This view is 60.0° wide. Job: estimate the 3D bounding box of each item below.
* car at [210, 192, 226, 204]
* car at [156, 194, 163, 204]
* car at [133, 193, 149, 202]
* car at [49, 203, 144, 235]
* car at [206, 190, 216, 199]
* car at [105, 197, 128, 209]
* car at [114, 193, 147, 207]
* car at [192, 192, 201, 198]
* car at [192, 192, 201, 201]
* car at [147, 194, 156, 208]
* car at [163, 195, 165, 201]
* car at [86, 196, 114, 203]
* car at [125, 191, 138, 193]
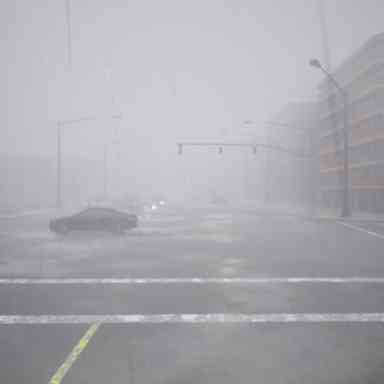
[{"bbox_3d":[4.460,1.153,54.779,1.994,1.385,4.181,0,1,0],"label":"car"},{"bbox_3d":[-6.242,1.115,52.695,2.128,1.511,4.902,0,1,0],"label":"car"},{"bbox_3d":[-9.661,0.939,63.215,2.128,1.511,4.902,0,1,1],"label":"car"},{"bbox_3d":[-5.187,1.503,17.906,4.674,1.442,1.812,0,0,-1],"label":"car"},{"bbox_3d":[4.437,0.476,75.929,2.150,2.045,5.566,0,0,0],"label":"car"},{"bbox_3d":[-9.780,1.343,43.519,1.994,1.385,4.181,0,1,0],"label":"car"},{"bbox_3d":[-6.313,1.249,34.532,2.097,1.767,4.553,0,1,0],"label":"car"},{"bbox_3d":[0.934,0.700,75.779,2.033,1.411,5.357,0,0,0],"label":"car"},{"bbox_3d":[0.899,1.003,65.803,1.895,1.301,4.718,0,1,0],"label":"car"},{"bbox_3d":[-6.281,1.307,43.414,1.812,1.442,4.674,0,1,0],"label":"car"},{"bbox_3d":[-6.167,1.054,62.825,1.895,1.301,4.718,0,1,1],"label":"car"},{"bbox_3d":[-9.811,1.249,34.877,2.097,1.767,4.553,0,1,0],"label":"car"},{"bbox_3d":[-9.734,0.843,52.964,2.150,2.045,5.566,0,1,0],"label":"car"}]
